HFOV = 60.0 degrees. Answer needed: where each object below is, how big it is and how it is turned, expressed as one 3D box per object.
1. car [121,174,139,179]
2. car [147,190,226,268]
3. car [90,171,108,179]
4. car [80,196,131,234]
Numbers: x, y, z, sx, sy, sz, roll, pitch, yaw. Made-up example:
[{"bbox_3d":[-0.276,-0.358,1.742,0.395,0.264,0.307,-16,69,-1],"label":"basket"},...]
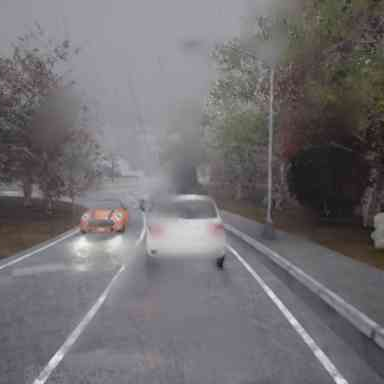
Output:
[{"bbox_3d":[-16.709,-4.217,89.143,4.718,1.301,1.895,2,6,24],"label":"car"},{"bbox_3d":[-0.267,1.081,11.013,2.150,2.045,5.566,0,1,-3],"label":"car"},{"bbox_3d":[-25.164,-4.398,87.744,5.566,2.045,2.150,-1,5,-3],"label":"car"},{"bbox_3d":[-4.497,1.153,17.797,2.097,1.767,4.553,-1,1,-6],"label":"car"}]
